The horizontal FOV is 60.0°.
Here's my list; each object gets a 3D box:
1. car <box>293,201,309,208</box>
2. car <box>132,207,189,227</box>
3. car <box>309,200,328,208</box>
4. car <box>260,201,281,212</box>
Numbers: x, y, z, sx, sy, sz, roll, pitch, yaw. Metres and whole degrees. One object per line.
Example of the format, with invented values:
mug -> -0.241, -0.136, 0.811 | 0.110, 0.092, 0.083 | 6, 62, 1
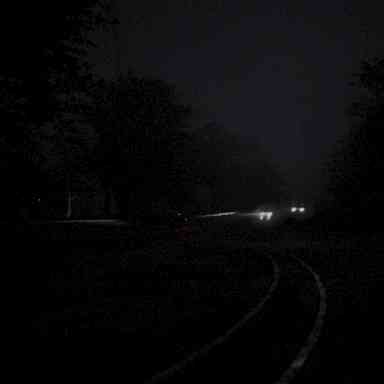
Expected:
car -> 20.362, 2.283, 61.851 | 1.895, 1.301, 4.718 | -1, -1, 33
car -> -2.580, 1.915, 26.427 | 4.902, 1.511, 2.128 | -1, -1, 29
car -> 22.517, 2.136, 58.627 | 1.812, 1.442, 4.674 | -1, -1, 33
car -> 11.431, 2.073, 48.075 | 2.128, 1.511, 4.902 | -1, -1, 33
